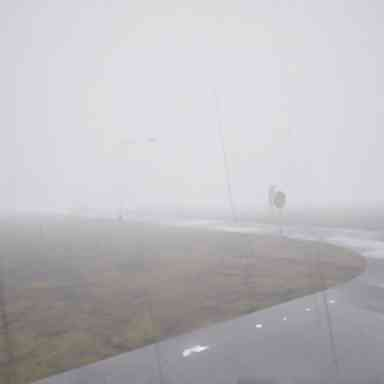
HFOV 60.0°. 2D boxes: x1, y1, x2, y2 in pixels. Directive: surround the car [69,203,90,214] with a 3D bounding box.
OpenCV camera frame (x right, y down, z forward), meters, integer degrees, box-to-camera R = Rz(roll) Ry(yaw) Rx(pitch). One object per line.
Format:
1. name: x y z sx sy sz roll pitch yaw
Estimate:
1. car: -17.251 2.408 51.027 2.097 1.767 4.553 1 -2 -36
